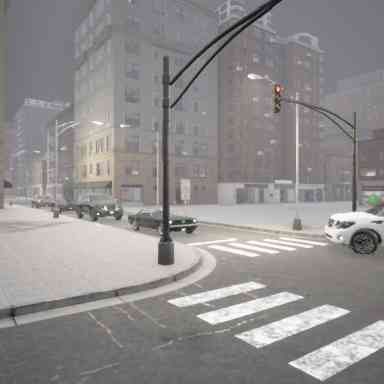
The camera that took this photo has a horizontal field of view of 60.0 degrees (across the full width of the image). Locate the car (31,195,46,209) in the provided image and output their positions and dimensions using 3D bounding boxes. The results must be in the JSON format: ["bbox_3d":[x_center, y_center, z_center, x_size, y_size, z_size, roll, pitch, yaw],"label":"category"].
[{"bbox_3d":[-19.118,1.139,42.622,2.097,1.767,4.553,0,0,-35],"label":"car"}]

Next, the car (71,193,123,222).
[{"bbox_3d":[-7.341,1.101,26.032,2.150,2.045,5.566,0,0,-35],"label":"car"}]

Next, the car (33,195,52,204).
[{"bbox_3d":[-25.467,1.269,56.518,2.033,1.411,5.357,0,0,-35],"label":"car"}]

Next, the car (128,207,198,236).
[{"bbox_3d":[-1.695,1.527,18.129,1.895,1.301,4.718,0,0,-36],"label":"car"}]

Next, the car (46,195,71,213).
[{"bbox_3d":[-13.213,1.311,34.287,1.882,1.535,5.008,0,0,-36],"label":"car"}]

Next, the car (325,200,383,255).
[{"bbox_3d":[8.002,1.211,12.372,5.566,2.045,2.150,1,2,10],"label":"car"}]
